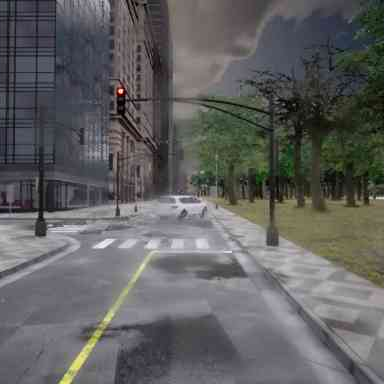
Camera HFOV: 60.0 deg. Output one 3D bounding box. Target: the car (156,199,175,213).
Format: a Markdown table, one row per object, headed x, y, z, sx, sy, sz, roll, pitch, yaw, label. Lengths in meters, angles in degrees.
| x | y | z | sx | sy | sz | roll | pitch | yaw | label |
| --- | --- | --- | --- | --- | --- | --- | --- | --- | --- |
| -3.084 | 1.627 | 39.411 | 2.033 | 1.411 | 5.357 | 0 | 0 | -4 | car |

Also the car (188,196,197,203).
| x | y | z | sx | sy | sz | roll | pitch | yaw | label |
| --- | --- | --- | --- | --- | --- | --- | --- | --- | --- |
| 0.089 | 1.773 | 79.422 | 2.128 | 1.511 | 4.902 | 0 | 0 | 0 | car |

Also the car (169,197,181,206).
| x | y | z | sx | sy | sz | roll | pitch | yaw | label |
| --- | --- | --- | --- | --- | --- | --- | --- | --- | --- |
| -3.007 | 1.666 | 59.955 | 1.837 | 1.490 | 4.892 | 0 | 0 | 0 | car |

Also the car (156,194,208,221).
| x | y | z | sx | sy | sz | roll | pitch | yaw | label |
| --- | --- | --- | --- | --- | --- | --- | --- | --- | --- |
| -0.742 | 1.294 | 27.970 | 2.150 | 2.045 | 5.566 | 2 | 1 | 32 | car |

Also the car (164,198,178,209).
| x | y | z | sx | sy | sz | roll | pitch | yaw | label |
| --- | --- | --- | --- | --- | --- | --- | --- | --- | --- |
| -3.042 | 1.623 | 49.544 | 1.837 | 1.490 | 4.892 | 0 | 0 | 0 | car |
